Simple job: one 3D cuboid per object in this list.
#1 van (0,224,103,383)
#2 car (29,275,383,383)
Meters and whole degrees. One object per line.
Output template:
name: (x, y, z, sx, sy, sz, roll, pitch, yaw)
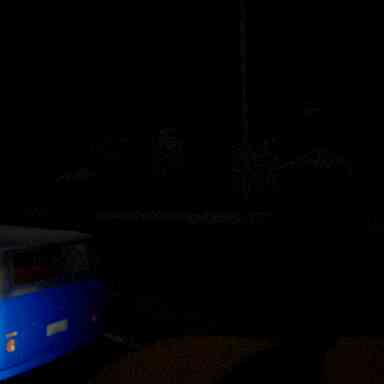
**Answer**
van: (-3.111, 1.392, 5.042, 3.998, 1.788, 1.690, -1, -1, 35)
car: (1.188, 1.526, 1.976, 4.829, 1.417, 1.752, -1, -1, 35)
